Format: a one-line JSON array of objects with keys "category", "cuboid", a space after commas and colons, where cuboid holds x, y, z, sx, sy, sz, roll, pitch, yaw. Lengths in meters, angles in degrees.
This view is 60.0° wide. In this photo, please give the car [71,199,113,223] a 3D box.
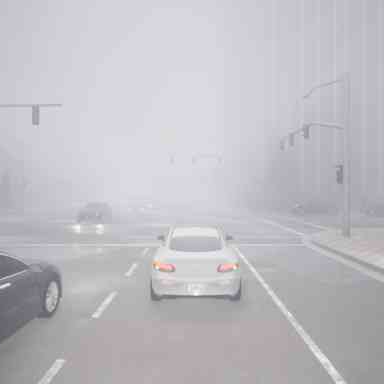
[{"category": "car", "cuboid": [-7.367, 1.501, 25.517, 1.837, 1.490, 4.892, 0, 0, -1]}]

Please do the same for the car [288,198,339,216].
[{"category": "car", "cuboid": [11.772, 1.348, 32.481, 4.553, 1.767, 2.097, 0, 0, 0]}]

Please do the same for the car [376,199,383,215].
[{"category": "car", "cuboid": [20.998, 1.473, 32.548, 5.008, 1.535, 1.882, 0, 0, 0]}]

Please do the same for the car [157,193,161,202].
[{"category": "car", "cuboid": [-8.099, 1.205, 74.859, 2.150, 2.045, 5.566, 0, 0, -1]}]

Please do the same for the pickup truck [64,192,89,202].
[{"category": "pickup truck", "cuboid": [-24.658, 1.050, 70.240, 2.390, 2.098, 6.274, 0, 0, 30]}]

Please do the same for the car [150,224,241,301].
[{"category": "car", "cuboid": [0.078, 1.525, 8.188, 1.812, 1.442, 4.674, 0, 0, 0]}]

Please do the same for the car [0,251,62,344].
[{"category": "car", "cuboid": [-3.436, 1.504, 4.538, 1.837, 1.490, 4.892, 0, 0, 0]}]

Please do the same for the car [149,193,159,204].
[{"category": "car", "cuboid": [-7.983, 1.485, 62.066, 2.128, 1.511, 4.902, 0, 0, 0]}]

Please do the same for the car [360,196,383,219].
[{"category": "car", "cuboid": [17.711, 1.218, 29.026, 5.566, 2.045, 2.150, 0, 0, 0]}]

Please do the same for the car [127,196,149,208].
[{"category": "car", "cuboid": [-7.809, 1.346, 47.315, 2.097, 1.767, 4.553, 0, 0, -1]}]

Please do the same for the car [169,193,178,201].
[{"category": "car", "cuboid": [-4.747, 1.214, 85.462, 2.150, 2.045, 5.566, 0, 0, -1]}]
